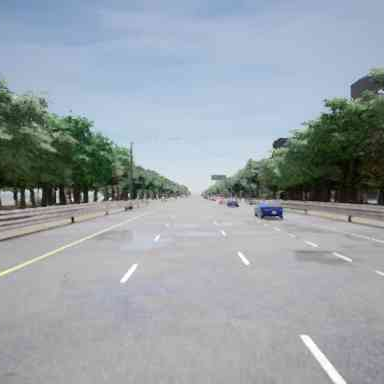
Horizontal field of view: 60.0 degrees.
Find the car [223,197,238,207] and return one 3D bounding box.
[{"bbox_3d":[7.178,1.966,59.853,1.812,1.442,4.674,0,-1,0],"label":"car"}]

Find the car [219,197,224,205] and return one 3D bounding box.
[{"bbox_3d":[7.301,1.987,77.038,2.097,1.767,4.553,0,-1,0],"label":"car"}]

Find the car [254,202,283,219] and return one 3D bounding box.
[{"bbox_3d":[7.044,1.636,30.975,1.882,1.535,5.008,0,-1,0],"label":"car"}]
